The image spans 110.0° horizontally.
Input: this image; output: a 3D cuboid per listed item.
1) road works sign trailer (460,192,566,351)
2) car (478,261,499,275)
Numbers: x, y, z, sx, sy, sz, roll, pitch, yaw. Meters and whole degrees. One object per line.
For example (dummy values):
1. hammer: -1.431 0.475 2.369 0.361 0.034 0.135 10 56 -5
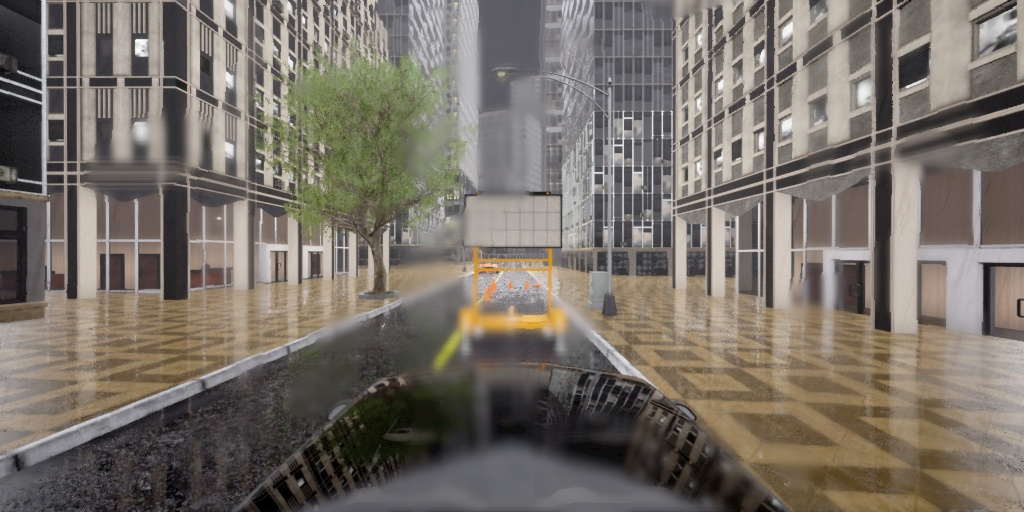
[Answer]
1. road works sign trailer: 0.034 0.214 8.941 2.380 3.560 2.880 0 0 0
2. car: -2.593 1.130 39.641 2.097 1.767 4.553 0 0 0
